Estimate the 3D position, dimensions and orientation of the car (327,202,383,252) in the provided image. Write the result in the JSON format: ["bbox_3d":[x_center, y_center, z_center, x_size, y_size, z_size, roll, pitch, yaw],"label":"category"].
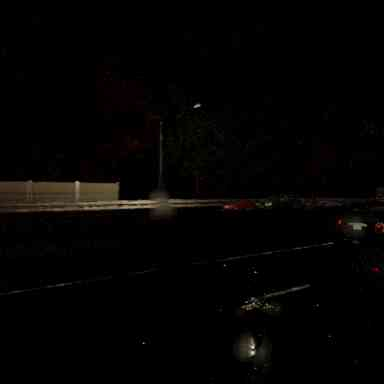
[{"bbox_3d":[8.019,1.371,13.882,4.553,1.767,2.097,0,0,-35],"label":"car"}]

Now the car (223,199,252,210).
[{"bbox_3d":[5.634,1.561,38.068,4.674,1.442,1.812,0,0,-35],"label":"car"}]

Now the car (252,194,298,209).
[{"bbox_3d":[9.657,1.262,36.639,5.566,2.045,2.150,0,0,-35],"label":"car"}]

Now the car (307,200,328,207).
[{"bbox_3d":[13.332,1.586,30.671,5.357,1.411,2.033,0,0,-35],"label":"car"}]

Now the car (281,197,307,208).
[{"bbox_3d":[11.584,1.545,33.717,4.892,1.490,1.837,1,0,-35],"label":"car"}]
